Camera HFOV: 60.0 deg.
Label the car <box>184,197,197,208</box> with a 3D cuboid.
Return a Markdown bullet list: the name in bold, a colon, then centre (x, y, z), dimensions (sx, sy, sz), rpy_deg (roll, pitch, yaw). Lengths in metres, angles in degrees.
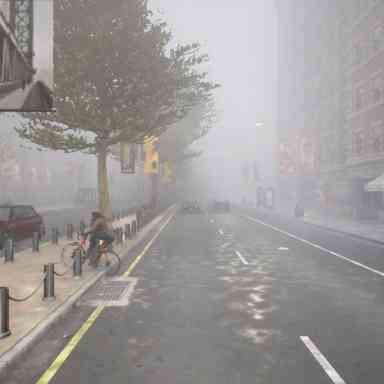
- **car**: centre (-0.210, 1.526, 48.049), dimensions (1.812, 1.442, 4.674), rpy_deg (0, 0, 1)

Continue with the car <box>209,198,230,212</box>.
- **car**: centre (3.298, 1.478, 38.356), dimensions (1.882, 1.535, 5.008), rpy_deg (0, 0, 0)

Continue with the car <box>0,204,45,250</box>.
- **car**: centre (-8.177, 1.352, 14.238), dimensions (2.097, 1.767, 4.553), rpy_deg (0, 0, 0)

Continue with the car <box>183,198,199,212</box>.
- **car**: centre (-0.139, 1.601, 38.945), dimensions (1.895, 1.301, 4.718), rpy_deg (0, 0, -1)

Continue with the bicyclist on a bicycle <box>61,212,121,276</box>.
- **bicyclist on a bicycle**: centre (-2.619, 1.373, 8.971), dimensions (1.656, 1.620, 0.582), rpy_deg (12, -5, 2)

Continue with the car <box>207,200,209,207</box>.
- **car**: centre (3.237, 1.564, 47.344), dimensions (1.994, 1.385, 4.181), rpy_deg (0, 0, 0)
